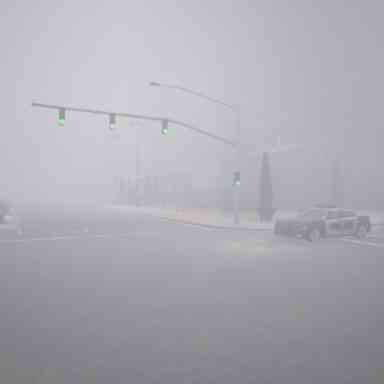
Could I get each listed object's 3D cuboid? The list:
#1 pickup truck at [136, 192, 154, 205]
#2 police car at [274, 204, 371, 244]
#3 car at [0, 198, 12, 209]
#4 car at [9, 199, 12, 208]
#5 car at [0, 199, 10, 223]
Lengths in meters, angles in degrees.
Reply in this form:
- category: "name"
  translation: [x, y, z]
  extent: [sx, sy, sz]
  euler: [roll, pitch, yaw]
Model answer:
- category: "pickup truck"
  translation: [-7.348, 1.042, 53.853]
  extent: [2.390, 2.098, 6.274]
  euler: [0, 0, 3]
- category: "police car"
  translation: [6.225, 1.424, 15.873]
  extent: [5.238, 1.638, 1.930]
  euler: [0, 0, -27]
- category: "car"
  translation: [-26.021, 1.579, 46.006]
  extent: [1.895, 1.301, 4.718]
  euler: [0, 0, -27]
- category: "car"
  translation: [-19.705, 1.585, 33.859]
  extent: [1.895, 1.301, 4.718]
  euler: [0, 0, -27]
- category: "car"
  translation: [-15.030, 1.535, 24.895]
  extent: [2.033, 1.411, 5.357]
  euler: [0, 0, -27]
